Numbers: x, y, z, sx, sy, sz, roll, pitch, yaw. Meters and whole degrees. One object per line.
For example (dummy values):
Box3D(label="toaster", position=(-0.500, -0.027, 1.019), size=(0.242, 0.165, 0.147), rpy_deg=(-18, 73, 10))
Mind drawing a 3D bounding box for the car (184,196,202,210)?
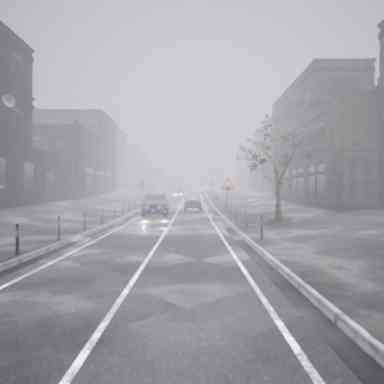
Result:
Box3D(label="car", position=(0.100, 1.159, 36.975), size=(1.812, 1.442, 4.674), rpy_deg=(0, 2, 0))

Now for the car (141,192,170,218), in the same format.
Box3D(label="car", position=(-3.149, 1.071, 29.365), size=(2.150, 2.045, 5.566), rpy_deg=(-1, 2, -1))

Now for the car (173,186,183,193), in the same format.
Box3D(label="car", position=(-2.847, -0.594, 69.868), size=(2.128, 1.511, 4.902), rpy_deg=(0, 3, 1))
